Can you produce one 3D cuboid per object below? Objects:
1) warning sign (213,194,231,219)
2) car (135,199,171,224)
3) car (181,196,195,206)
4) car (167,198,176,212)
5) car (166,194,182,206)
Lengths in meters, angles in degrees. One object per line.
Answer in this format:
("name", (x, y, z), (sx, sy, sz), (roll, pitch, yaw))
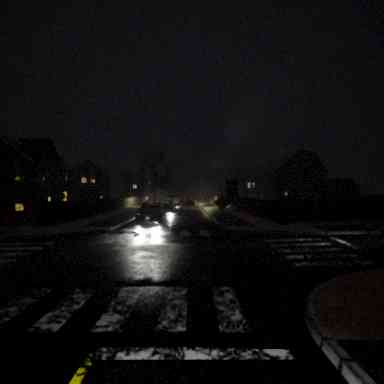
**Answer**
("warning sign", (2.400, 1.129, 26.707), (1.300, 1.860, 1.060), (2, 2, -1))
("car", (-2.992, 1.503, 24.779), (2.128, 1.511, 4.902), (0, 0, 0))
("car", (-0.526, 1.742, 56.503), (1.895, 1.301, 4.718), (0, 0, 0))
("car", (-3.179, 1.651, 39.317), (1.895, 1.301, 4.718), (0, 0, -1))
("car", (-3.385, 1.376, 60.277), (2.150, 2.045, 5.566), (0, -1, -1))
